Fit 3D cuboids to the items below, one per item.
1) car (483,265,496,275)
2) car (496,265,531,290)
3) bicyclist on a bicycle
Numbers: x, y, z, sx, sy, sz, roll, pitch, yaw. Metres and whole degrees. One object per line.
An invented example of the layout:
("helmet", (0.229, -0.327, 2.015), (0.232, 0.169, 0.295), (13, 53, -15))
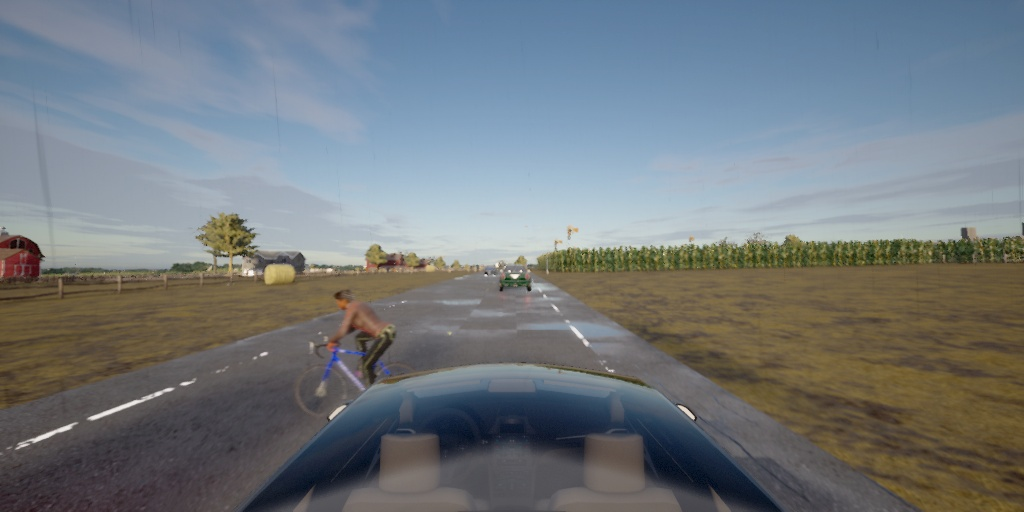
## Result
("car", (-3.301, 2.152, 55.204), (2.033, 1.411, 5.357), (0, -1, 1))
("car", (0.221, 1.411, 25.311), (2.097, 1.767, 4.553), (0, -1, 0))
("bicyclist on a bicycle", (-1.952, 1.241, 4.555), (1.656, 1.620, 0.582), (-2, -1, 0))
